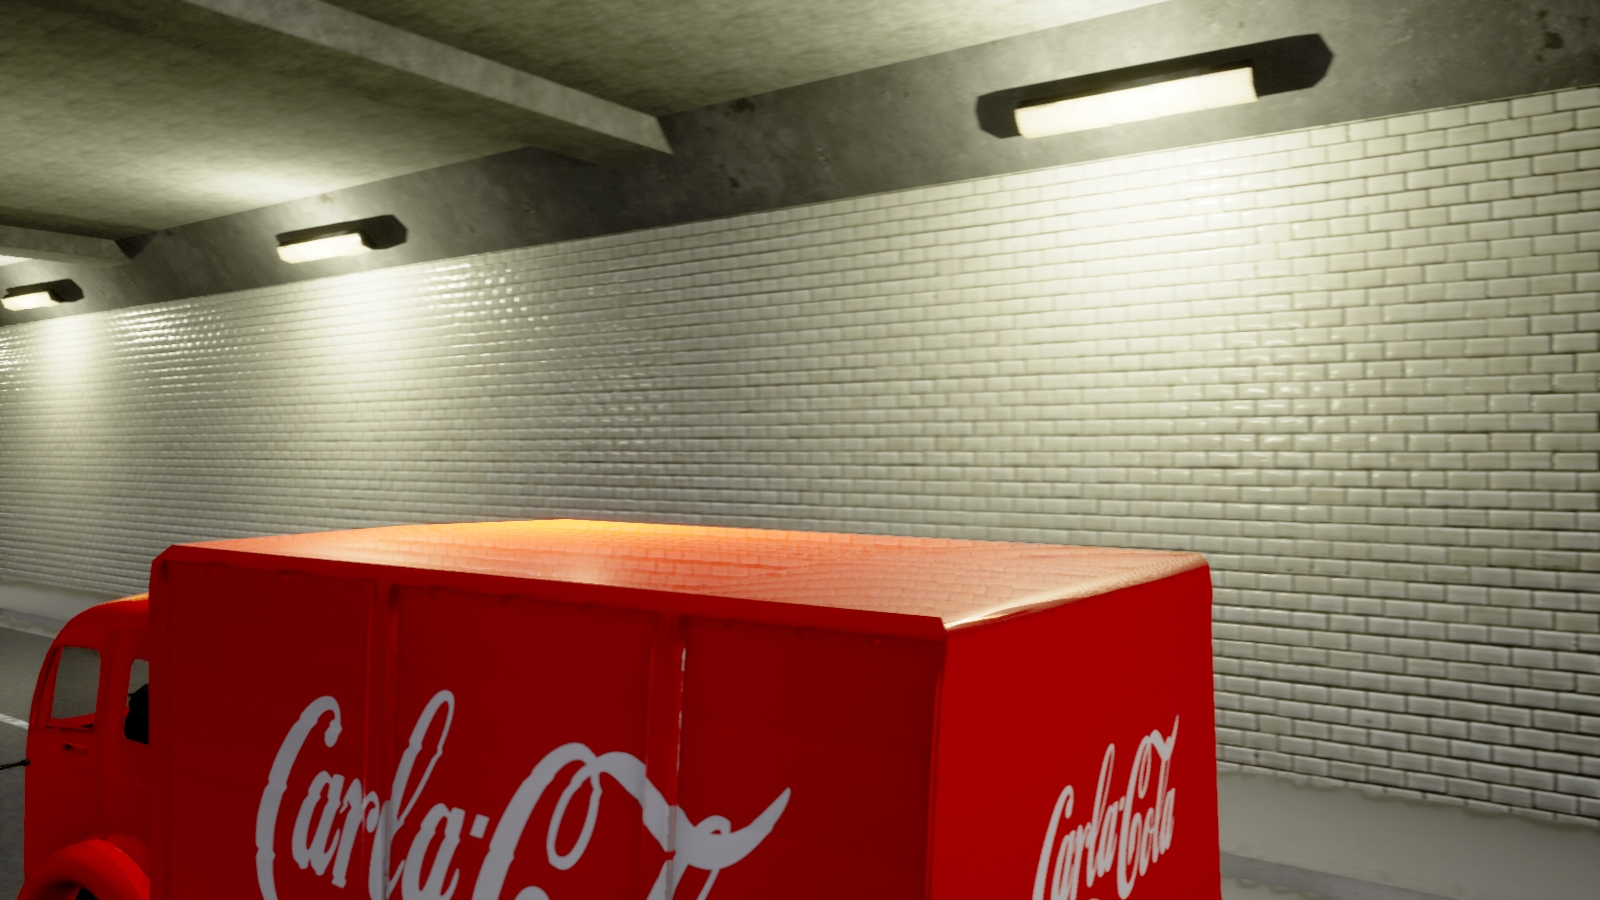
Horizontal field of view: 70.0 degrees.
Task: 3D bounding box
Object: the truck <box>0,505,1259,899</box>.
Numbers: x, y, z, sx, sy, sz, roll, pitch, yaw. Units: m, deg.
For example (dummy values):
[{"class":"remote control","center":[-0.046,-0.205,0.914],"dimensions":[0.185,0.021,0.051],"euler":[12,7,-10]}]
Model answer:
[{"class":"truck","center":[-1.190,1.562,4.657],"dimensions":[5.204,2.467,2.627],"euler":[0,0,36]}]
